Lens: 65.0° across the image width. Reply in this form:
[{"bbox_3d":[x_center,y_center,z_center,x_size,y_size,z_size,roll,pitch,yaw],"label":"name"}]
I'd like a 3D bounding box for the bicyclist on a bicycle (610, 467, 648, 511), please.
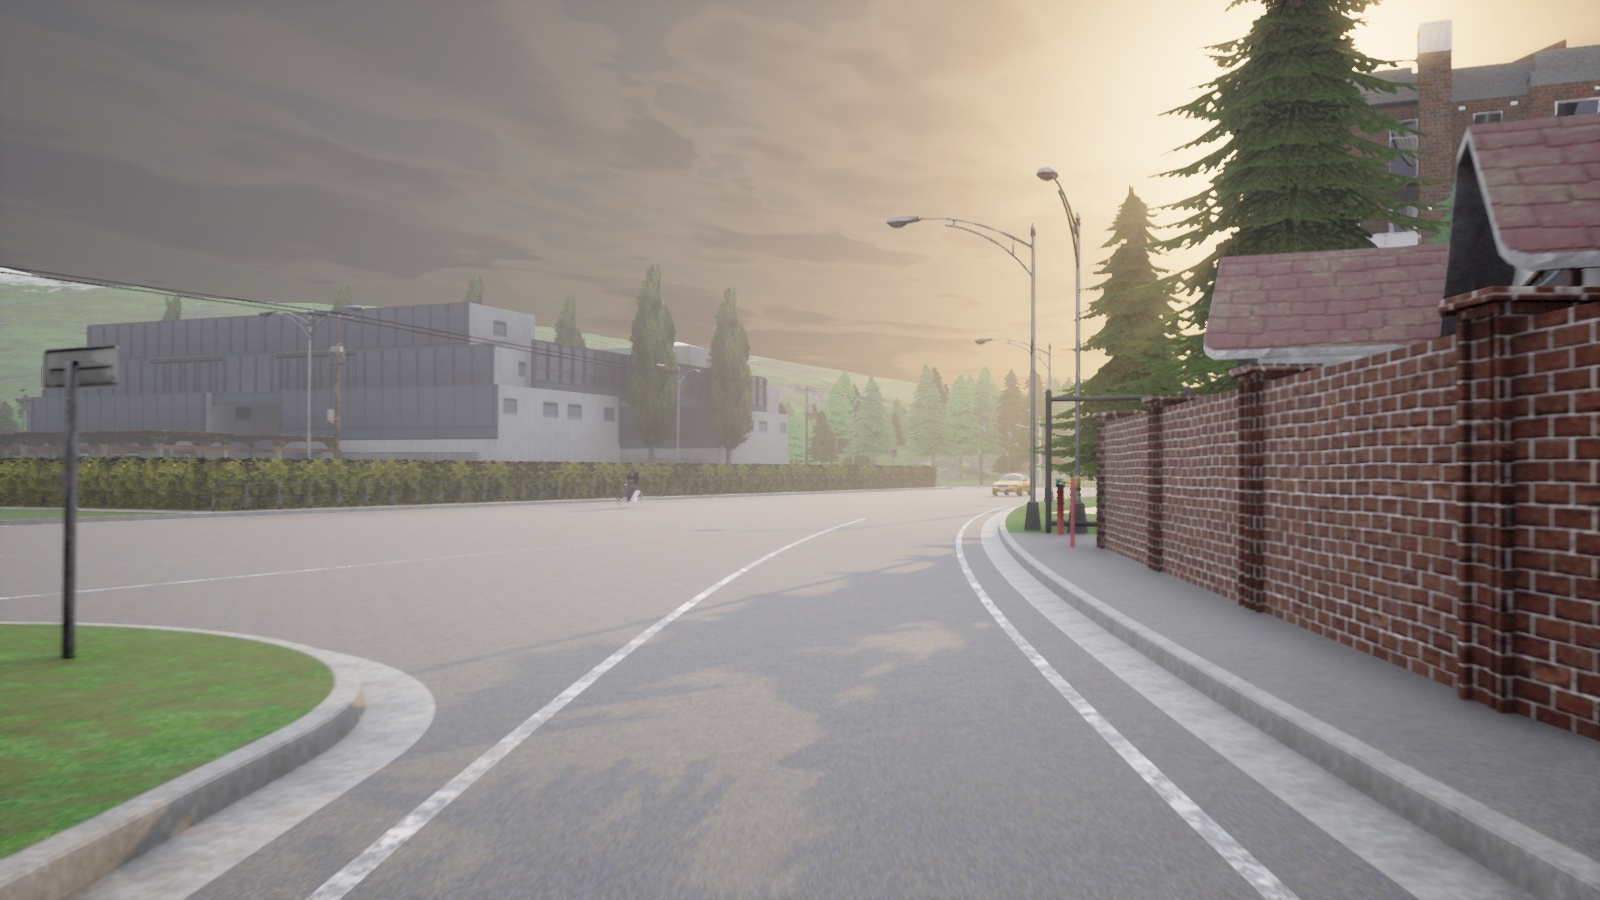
[{"bbox_3d":[-6.972,1.570,51.301,0.659,1.776,1.843,-1,-1,24],"label":"bicyclist on a bicycle"}]

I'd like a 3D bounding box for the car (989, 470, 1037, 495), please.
[{"bbox_3d":[13.843,2.063,81.322,1.801,1.575,5.366,-1,-1,24],"label":"car"}]
